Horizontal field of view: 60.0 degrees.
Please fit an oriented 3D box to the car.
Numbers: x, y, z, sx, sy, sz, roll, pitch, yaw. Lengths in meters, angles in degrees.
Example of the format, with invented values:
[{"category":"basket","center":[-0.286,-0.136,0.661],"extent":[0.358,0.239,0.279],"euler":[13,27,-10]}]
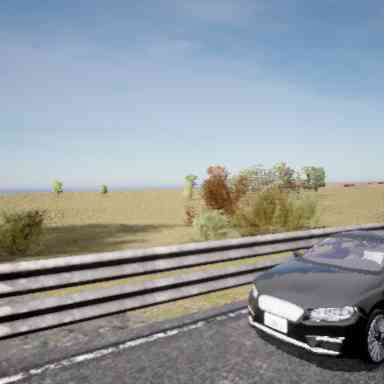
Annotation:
[{"category":"car","center":[3.121,1.490,5.898],"extent":[4.902,1.511,2.128],"euler":[0,0,-35]}]
